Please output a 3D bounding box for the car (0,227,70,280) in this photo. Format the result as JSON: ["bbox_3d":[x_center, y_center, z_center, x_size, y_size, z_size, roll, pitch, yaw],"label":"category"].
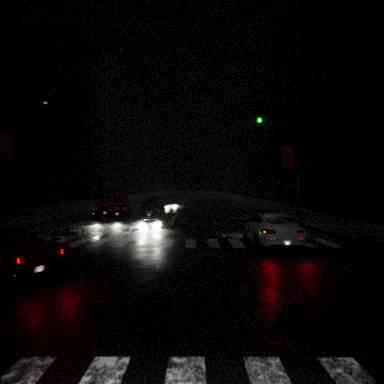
[{"bbox_3d":[-5.846,1.653,9.362,4.718,1.301,1.895,0,0,26],"label":"car"}]

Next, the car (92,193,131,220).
[{"bbox_3d":[-6.513,1.168,27.614,2.150,2.045,5.566,0,1,0],"label":"car"}]

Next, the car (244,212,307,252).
[{"bbox_3d":[3.390,1.564,14.091,1.812,1.442,4.674,0,0,0],"label":"car"}]

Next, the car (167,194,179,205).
[{"bbox_3d":[-3.136,1.133,51.889,2.128,1.511,4.902,0,1,1],"label":"car"}]

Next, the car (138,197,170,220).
[{"bbox_3d":[-3.260,1.434,27.676,2.128,1.511,4.902,0,1,0],"label":"car"}]

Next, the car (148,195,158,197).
[{"bbox_3d":[-6.360,1.161,54.268,2.033,1.411,5.357,0,1,1],"label":"car"}]
